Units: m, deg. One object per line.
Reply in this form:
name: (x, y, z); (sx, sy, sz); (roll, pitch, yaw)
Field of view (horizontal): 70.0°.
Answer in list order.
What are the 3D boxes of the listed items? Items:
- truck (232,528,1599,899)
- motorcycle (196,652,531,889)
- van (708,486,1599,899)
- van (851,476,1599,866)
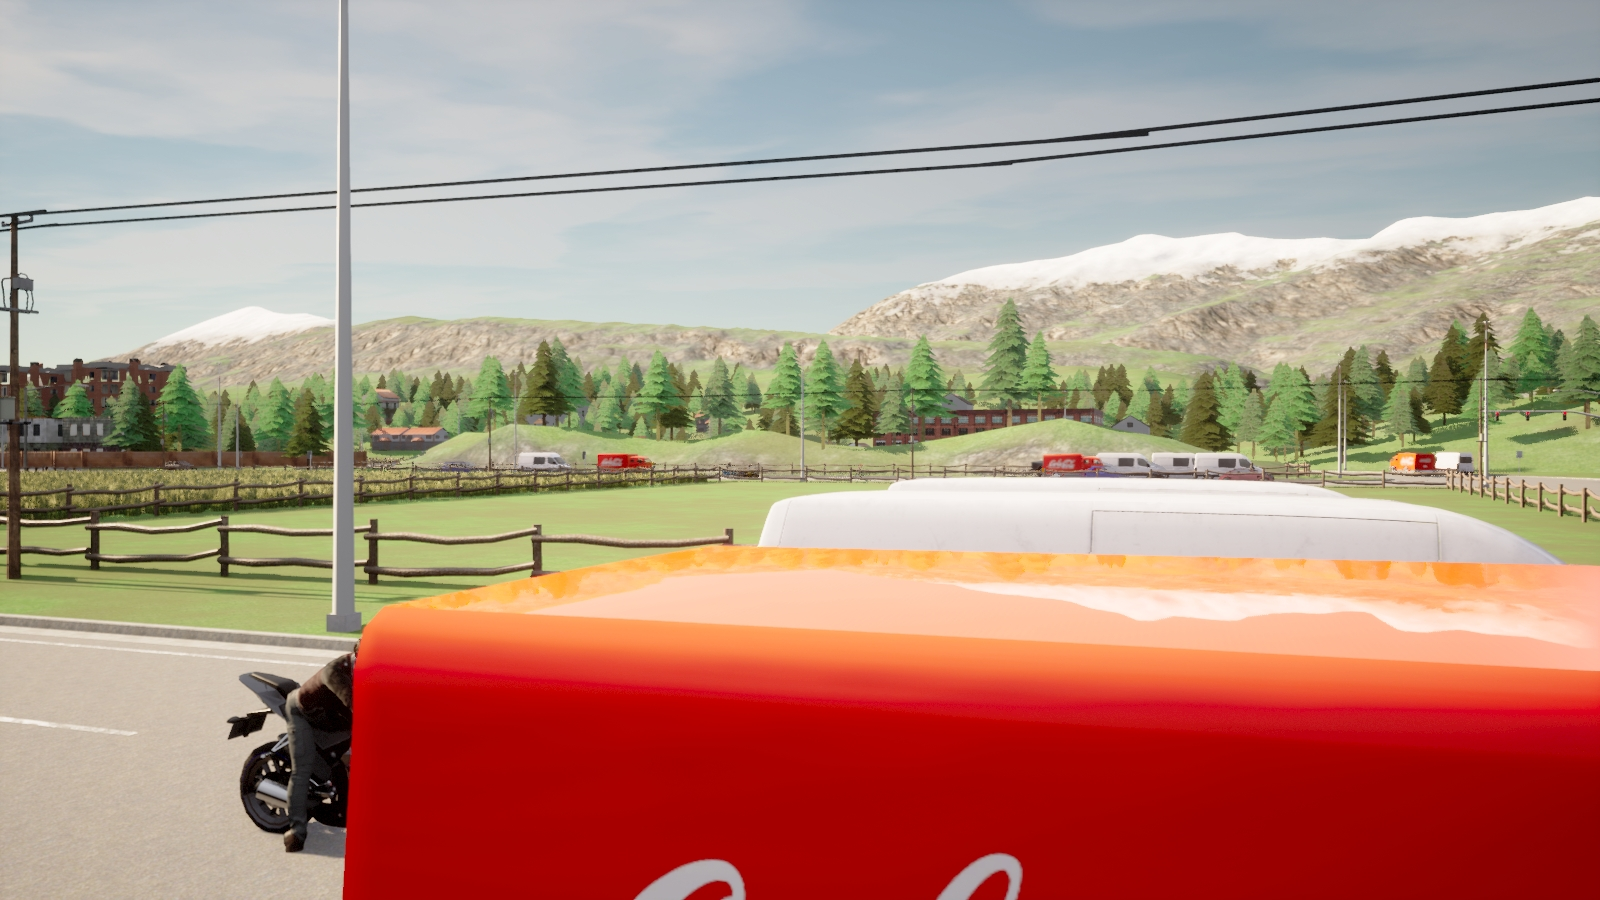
truck: (1.678, 1.568, 2.758); (5.204, 2.467, 2.627); (0, 0, 21)
motorcycle: (-3.111, 2.205, 8.154); (2.209, 1.251, 0.867); (0, 0, 20)
van: (2.624, 1.534, 6.063); (5.915, 2.561, 1.988); (0, 0, 20)
van: (3.543, 1.534, 9.454); (5.915, 2.561, 1.988); (0, 0, 20)
